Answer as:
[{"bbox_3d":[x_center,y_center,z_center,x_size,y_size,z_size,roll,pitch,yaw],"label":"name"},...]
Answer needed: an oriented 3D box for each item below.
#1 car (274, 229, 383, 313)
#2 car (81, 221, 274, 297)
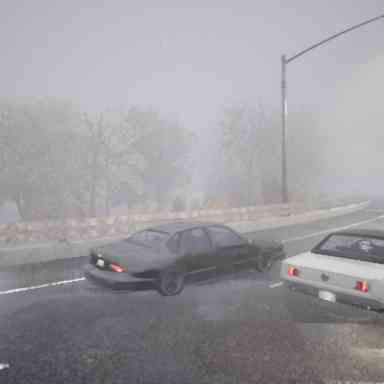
[{"bbox_3d":[4.038,1.474,7.163,4.718,1.301,1.895,-1,1,-40],"label":"car"},{"bbox_3d":[0.076,1.457,8.386,5.357,1.411,2.033,-1,1,-39],"label":"car"}]
